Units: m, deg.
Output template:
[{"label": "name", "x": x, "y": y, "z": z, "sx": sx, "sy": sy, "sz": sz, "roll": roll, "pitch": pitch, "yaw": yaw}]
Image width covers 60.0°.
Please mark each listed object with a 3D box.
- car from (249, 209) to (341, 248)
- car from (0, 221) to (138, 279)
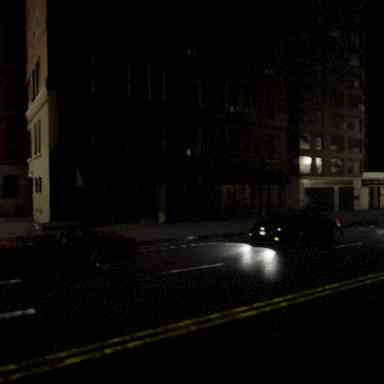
[{"label": "car", "x": 4.460, "y": 1.441, "z": 14.261, "sx": 4.181, "sy": 1.385, "sz": 1.994, "roll": 0, "pitch": 1, "yaw": -33}, {"label": "car", "x": -3.958, "y": 1.493, "z": 8.838, "sx": 4.718, "sy": 1.301, "sz": 1.895, "roll": 0, "pitch": 1, "yaw": -33}]
